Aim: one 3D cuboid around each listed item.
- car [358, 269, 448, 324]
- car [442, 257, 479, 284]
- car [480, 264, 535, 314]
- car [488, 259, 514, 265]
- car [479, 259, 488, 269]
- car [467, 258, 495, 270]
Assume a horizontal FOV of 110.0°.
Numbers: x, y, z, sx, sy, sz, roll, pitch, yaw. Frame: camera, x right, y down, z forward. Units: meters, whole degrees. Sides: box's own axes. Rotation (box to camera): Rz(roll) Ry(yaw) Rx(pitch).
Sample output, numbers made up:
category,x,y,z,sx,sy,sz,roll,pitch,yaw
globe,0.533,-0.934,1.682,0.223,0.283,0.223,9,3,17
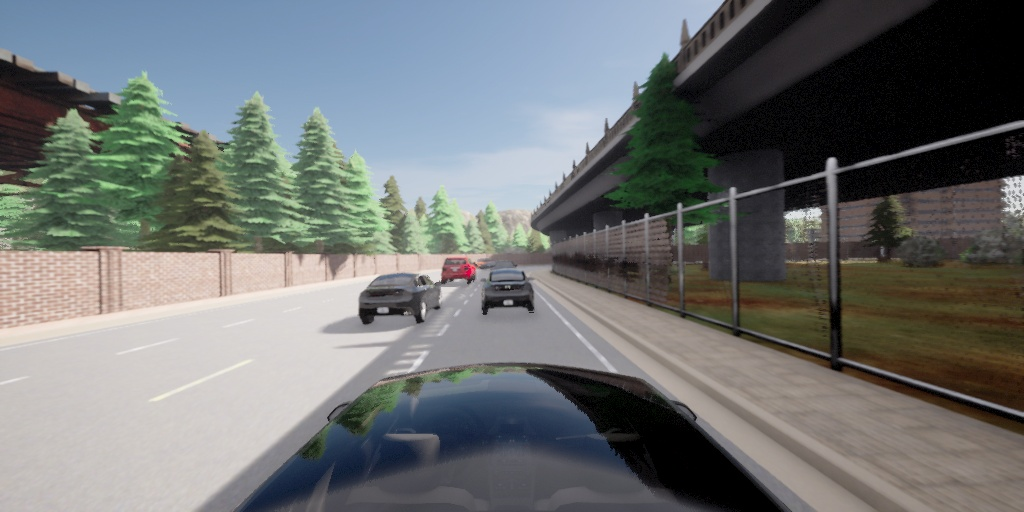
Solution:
category,x,y,z,sx,sy,sz,roll,pitch,yaw
car,-3.644,1.333,12.408,1.837,1.490,4.892,-1,-2,-1
car,-4.076,1.072,28.033,2.150,2.045,5.566,-1,0,-1
car,-0.177,1.263,13.980,1.837,1.490,4.892,-1,0,-1
car,-0.593,1.123,28.974,2.097,1.767,4.553,-1,0,-1
car,-2.995,1.397,54.521,1.994,1.385,4.181,-1,0,30
car,-4.974,1.230,57.919,2.097,1.767,4.553,-1,0,33
